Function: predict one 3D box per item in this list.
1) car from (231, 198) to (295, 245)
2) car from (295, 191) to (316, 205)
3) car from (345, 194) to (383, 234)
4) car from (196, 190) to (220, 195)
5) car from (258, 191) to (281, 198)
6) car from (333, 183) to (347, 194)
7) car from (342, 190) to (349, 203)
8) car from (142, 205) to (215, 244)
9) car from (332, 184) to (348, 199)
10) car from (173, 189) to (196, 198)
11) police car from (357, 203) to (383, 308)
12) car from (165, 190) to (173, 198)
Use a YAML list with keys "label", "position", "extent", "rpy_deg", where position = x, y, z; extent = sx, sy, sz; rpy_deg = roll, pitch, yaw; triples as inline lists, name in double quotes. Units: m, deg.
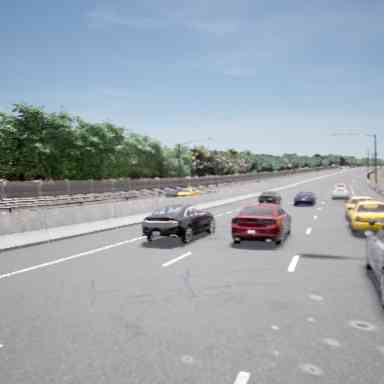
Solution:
- label: "car"
  position: [3.129, 1.250, 14.444]
  extent: [1.882, 1.535, 5.008]
  rpy_deg: [-1, 1, 23]
- label: "car"
  position: [12.018, 0.620, 35.254]
  extent: [1.994, 1.385, 4.181]
  rpy_deg: [-1, 2, 24]
- label: "car"
  position: [8.729, 1.092, 16.325]
  extent: [1.801, 1.575, 5.366]
  rpy_deg: [-1, 1, 23]
- label: "car"
  position: [2.739, 0.352, 49.349]
  extent: [1.895, 1.301, 4.718]
  rpy_deg: [-1, 3, 24]
- label: "car"
  position: [8.334, 0.647, 35.583]
  extent: [1.837, 1.490, 4.892]
  rpy_deg: [-1, 2, 24]
- label: "car"
  position: [23.781, -0.550, 53.293]
  extent: [1.882, 1.535, 5.008]
  rpy_deg: [-1, 3, 25]
- label: "car"
  position: [11.036, 0.930, 21.786]
  extent: [1.801, 1.575, 5.366]
  rpy_deg: [-1, 2, 23]
- label: "car"
  position: [-0.433, 1.318, 14.994]
  extent: [2.128, 1.511, 4.902]
  rpy_deg: [-1, 1, 23]
- label: "car"
  position: [18.724, 0.133, 41.946]
  extent: [1.812, 1.442, 4.674]
  rpy_deg: [-1, 3, 25]
- label: "car"
  position: [-0.527, 0.269, 50.602]
  extent: [1.882, 1.535, 5.008]
  rpy_deg: [-1, 3, 24]
- label: "police car"
  position: [4.914, 1.263, 7.122]
  extent: [1.930, 1.638, 5.238]
  rpy_deg: [-1, 1, 22]
- label: "car"
  position: [-2.781, 0.271, 54.113]
  extent: [1.994, 1.385, 4.181]
  rpy_deg: [-1, 3, 24]
